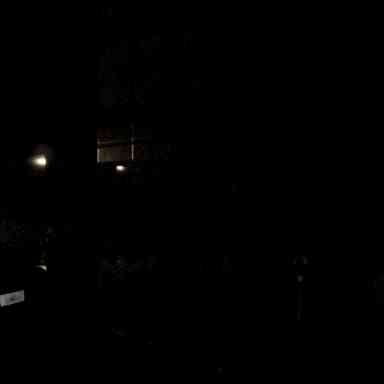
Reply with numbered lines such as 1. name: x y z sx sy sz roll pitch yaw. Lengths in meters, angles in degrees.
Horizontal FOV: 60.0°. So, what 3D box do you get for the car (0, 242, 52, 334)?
1. car: -4.271 1.566 6.005 4.313 1.339 1.947 0 0 36
